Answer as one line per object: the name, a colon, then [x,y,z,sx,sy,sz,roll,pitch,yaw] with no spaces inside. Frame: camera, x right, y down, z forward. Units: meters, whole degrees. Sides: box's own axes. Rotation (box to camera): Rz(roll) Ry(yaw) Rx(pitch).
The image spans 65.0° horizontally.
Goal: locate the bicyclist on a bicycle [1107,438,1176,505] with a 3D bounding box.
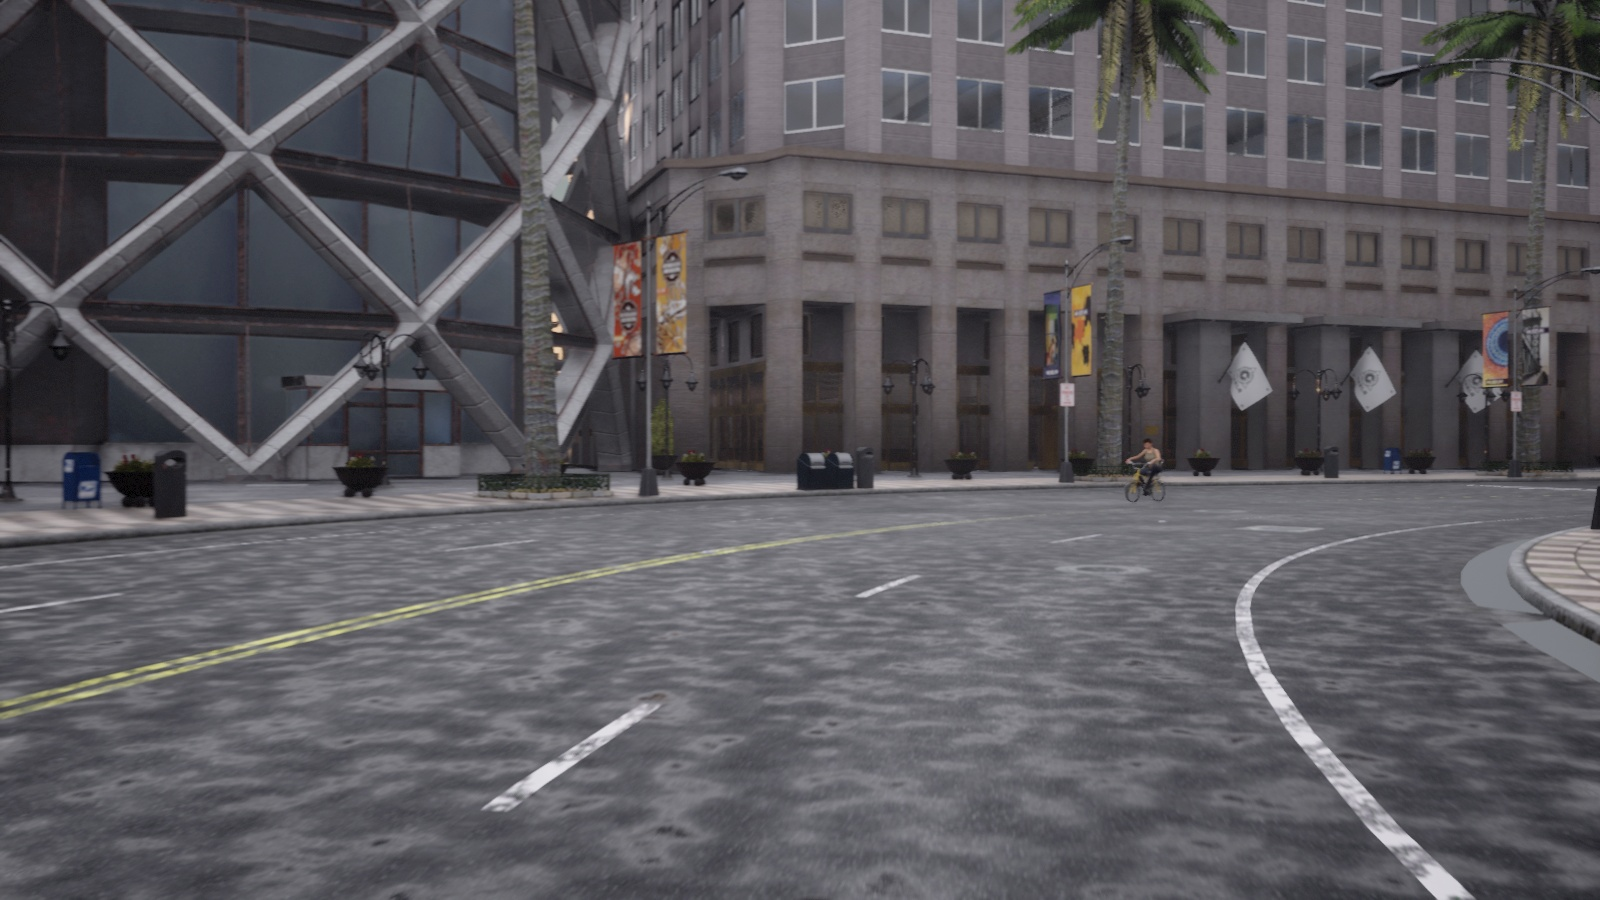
bicyclist on a bicycle: [8.479,0.522,31.162,1.509,1.612,0.866,0,1,-36]
